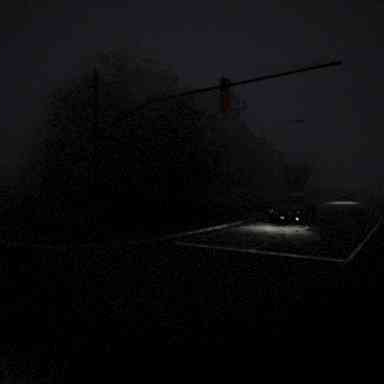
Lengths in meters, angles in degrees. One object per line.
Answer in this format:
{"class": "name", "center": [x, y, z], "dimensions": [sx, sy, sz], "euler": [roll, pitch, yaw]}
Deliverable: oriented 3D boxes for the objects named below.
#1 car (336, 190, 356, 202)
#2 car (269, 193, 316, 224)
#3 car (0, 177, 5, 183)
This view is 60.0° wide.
{"class": "car", "center": [20.492, 0.389, 44.114], "dimensions": [2.033, 1.411, 5.357], "euler": [0, 3, 33]}
{"class": "car", "center": [7.403, 1.168, 24.073], "dimensions": [2.150, 2.045, 5.566], "euler": [0, 3, 33]}
{"class": "car", "center": [-48.800, -3.014, 81.797], "dimensions": [2.097, 1.767, 4.553], "euler": [0, 3, -6]}
